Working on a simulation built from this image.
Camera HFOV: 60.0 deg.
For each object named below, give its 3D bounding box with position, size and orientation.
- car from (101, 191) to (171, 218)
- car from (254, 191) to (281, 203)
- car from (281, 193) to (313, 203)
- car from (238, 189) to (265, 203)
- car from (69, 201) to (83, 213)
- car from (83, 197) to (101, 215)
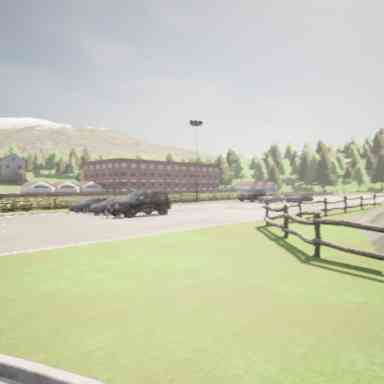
[{"bbox_3d":[-4.171,0.957,27.127,2.150,2.045,5.566,0,1,44],"label":"car"},{"bbox_3d":[11.562,0.918,48.512,1.895,1.301,4.718,0,1,44],"label":"car"},{"bbox_3d":[15.289,0.837,47.315,2.033,1.411,5.357,0,1,44],"label":"car"},{"bbox_3d":[9.391,0.532,51.298,2.150,2.045,5.566,0,1,44],"label":"car"},{"bbox_3d":[-9.277,1.241,31.913,1.837,1.490,4.892,0,1,44],"label":"car"},{"bbox_3d":[-6.734,1.240,29.509,1.837,1.490,4.892,0,1,44],"label":"car"}]
